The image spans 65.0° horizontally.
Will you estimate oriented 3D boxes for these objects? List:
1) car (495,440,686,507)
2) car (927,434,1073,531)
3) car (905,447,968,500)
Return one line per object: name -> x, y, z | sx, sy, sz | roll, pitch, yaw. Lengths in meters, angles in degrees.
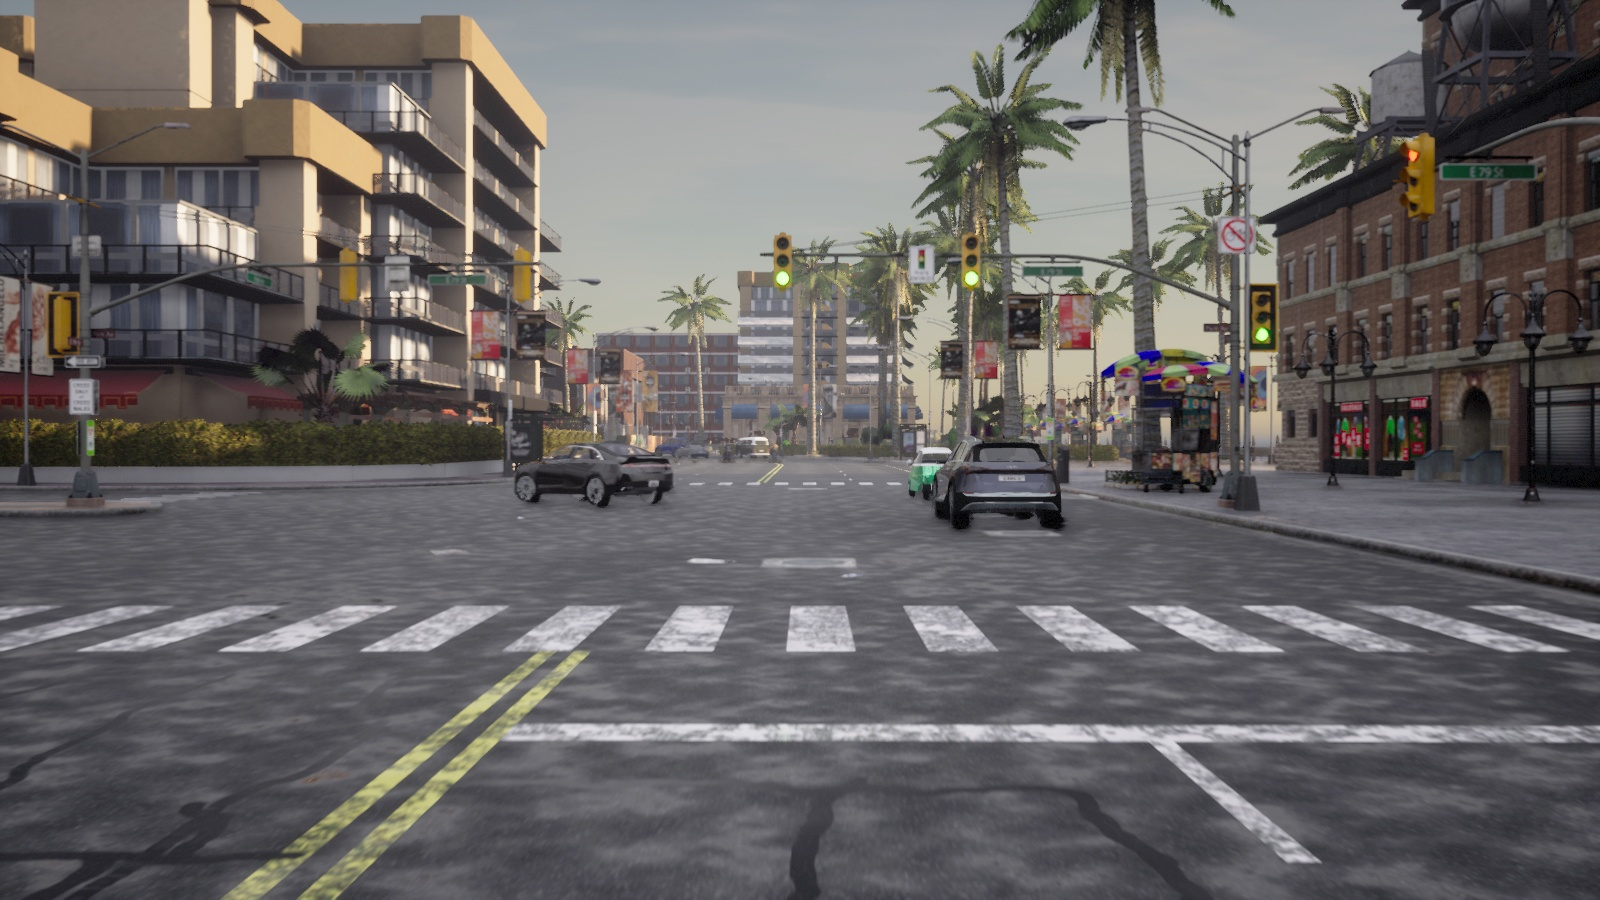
car -> -5.234, 0.524, 30.976 | 4.902, 1.511, 2.128 | 0, 0, 43
car -> 3.650, 0.545, 23.818 | 2.033, 1.649, 4.856 | 0, 0, 0
car -> 3.709, 0.611, 34.315 | 1.481, 1.376, 2.207 | 0, 1, 0
